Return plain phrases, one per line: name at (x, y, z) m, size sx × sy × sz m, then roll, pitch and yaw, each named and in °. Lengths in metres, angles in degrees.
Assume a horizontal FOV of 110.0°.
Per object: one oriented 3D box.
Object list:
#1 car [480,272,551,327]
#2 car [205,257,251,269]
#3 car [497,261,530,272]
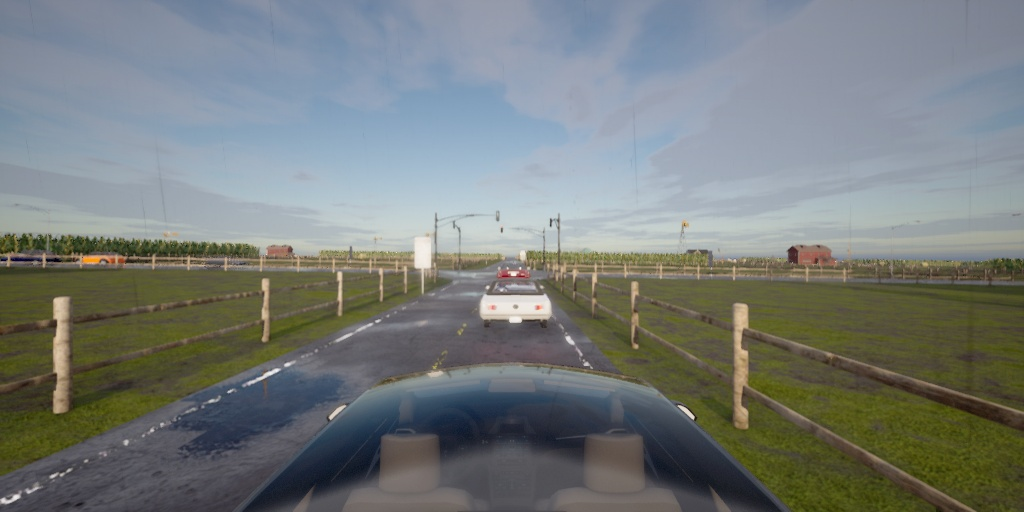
car at (0.097, 1.362, 11.516) m, size 1.895 × 1.301 × 4.718 m, roll 0°, pitch 0°, yaw 0°
car at (-32.189, 0.787, 40.741) m, size 4.181 × 1.385 × 1.994 m, roll 1°, pitch 0°, yaw 0°
car at (0.122, 1.128, 23.192) m, size 2.097 × 1.767 × 4.553 m, roll 0°, pitch 0°, yaw 1°
